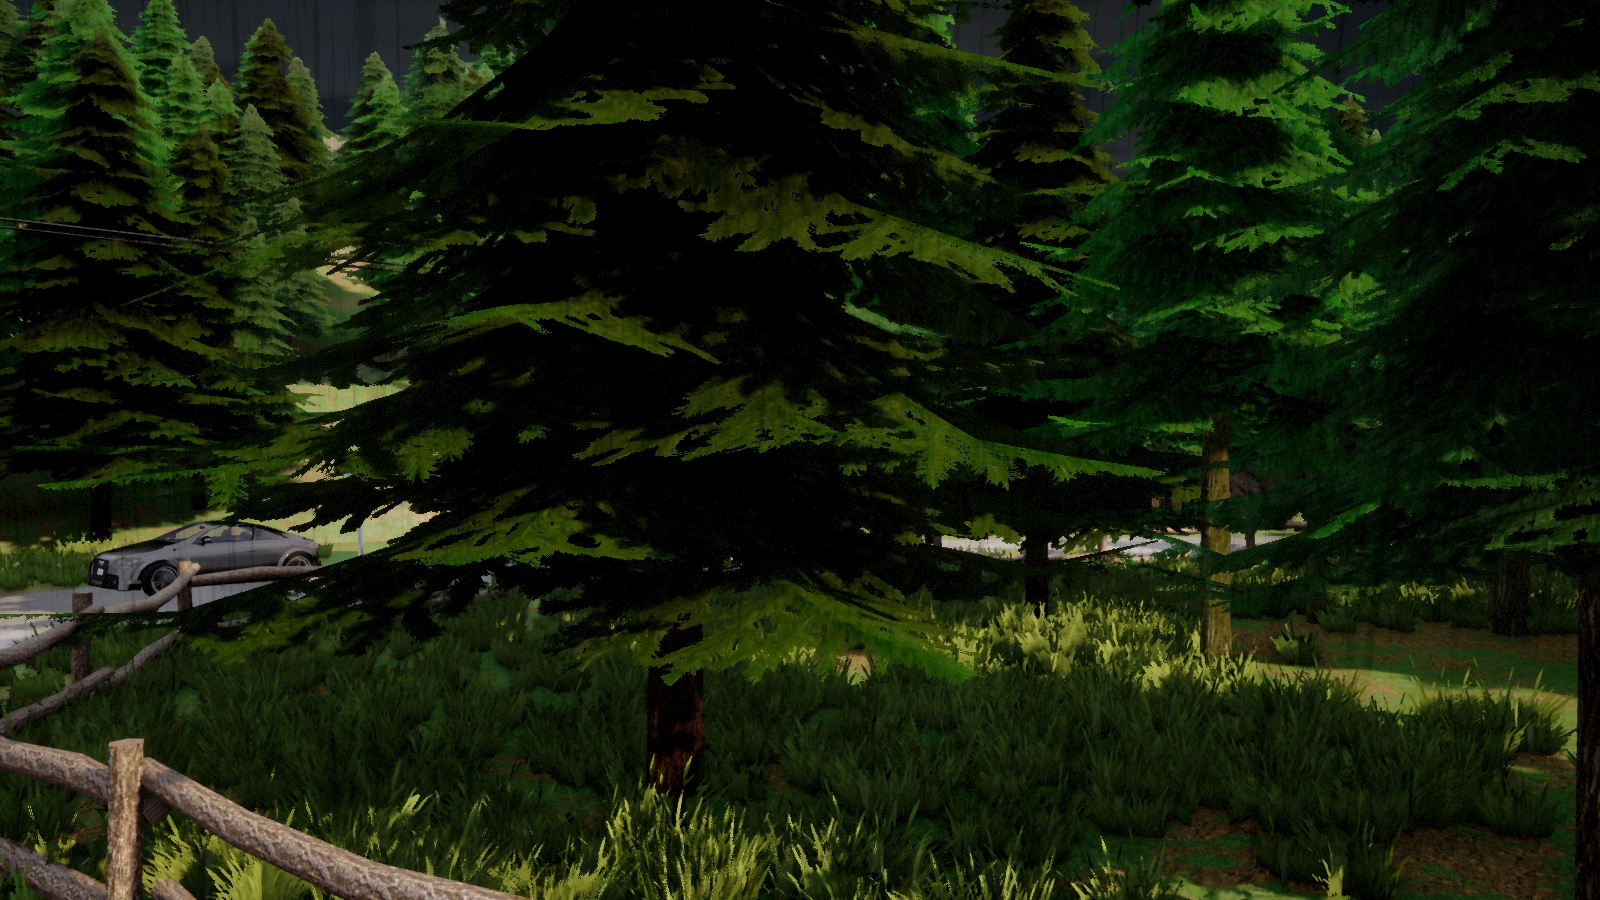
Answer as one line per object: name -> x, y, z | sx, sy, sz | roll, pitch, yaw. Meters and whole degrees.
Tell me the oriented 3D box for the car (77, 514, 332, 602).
car -> -12.055, 2.119, 23.321 | 1.994, 1.385, 4.181 | 0, 0, 41
